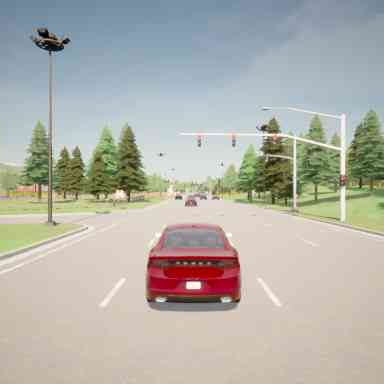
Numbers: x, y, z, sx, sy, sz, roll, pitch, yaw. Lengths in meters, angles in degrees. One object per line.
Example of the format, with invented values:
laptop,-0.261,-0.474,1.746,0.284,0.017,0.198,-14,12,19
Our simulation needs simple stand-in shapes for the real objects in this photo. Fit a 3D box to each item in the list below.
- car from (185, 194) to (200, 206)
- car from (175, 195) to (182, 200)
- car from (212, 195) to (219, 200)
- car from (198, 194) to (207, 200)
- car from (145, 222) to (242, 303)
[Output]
car,-0.151,1.525,52.877,1.812,1.442,4.674,0,0,0
car,-3.772,1.477,94.313,1.882,1.535,5.008,0,0,0
car,6.728,1.524,94.344,2.128,1.511,4.902,0,0,0
car,3.228,1.524,94.334,1.812,1.442,4.674,0,0,0
car,0.039,1.478,8.275,1.882,1.535,5.008,0,0,0
